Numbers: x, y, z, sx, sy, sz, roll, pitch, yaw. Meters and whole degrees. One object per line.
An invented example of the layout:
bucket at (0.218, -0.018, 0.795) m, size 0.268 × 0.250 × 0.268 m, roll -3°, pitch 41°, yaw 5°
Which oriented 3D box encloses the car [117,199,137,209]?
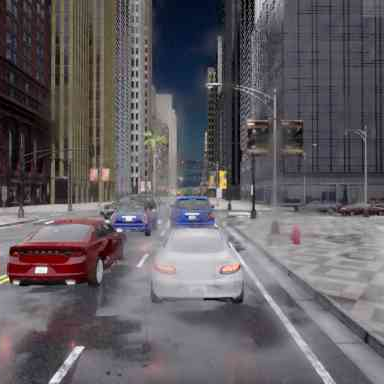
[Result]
car at (-9.806, 1.778, 50.918) m, size 2.033 × 1.411 × 5.357 m, roll 0°, pitch 0°, yaw 0°

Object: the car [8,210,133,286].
car at (-3.144, 1.489, 9.432) m, size 1.882 × 1.535 × 5.008 m, roll 0°, pitch 0°, yaw 0°

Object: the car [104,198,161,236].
car at (-3.135, 1.391, 18.659) m, size 2.097 × 1.767 × 4.553 m, roll 0°, pitch 0°, yaw 0°

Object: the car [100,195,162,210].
car at (-5.348, 1.299, 28.488) m, size 2.150 × 2.045 × 5.566 m, roll -1°, pitch -1°, yaw 32°

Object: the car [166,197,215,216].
car at (0.040, 1.257, 17.762) m, size 2.150 × 2.045 × 5.566 m, roll 0°, pitch 0°, yaw 1°

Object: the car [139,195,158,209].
car at (-6.558, 1.453, 50.959) m, size 2.150 × 2.045 × 5.566 m, roll 0°, pitch 0°, yaw 0°

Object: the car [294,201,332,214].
car at (13.227, 1.635, 35.891) m, size 4.181 × 1.385 × 1.994 m, roll 0°, pitch -1°, yaw -1°

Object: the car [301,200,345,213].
car at (15.216, 1.662, 38.674) m, size 4.313 × 1.339 × 1.947 m, roll 0°, pitch 0°, yaw -1°

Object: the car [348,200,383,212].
car at (20.856, 1.643, 38.757) m, size 4.313 × 1.339 × 1.947 m, roll 0°, pitch 0°, yaw -1°

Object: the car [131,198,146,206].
car at (-9.769, 1.827, 60.827) m, size 1.812 × 1.442 × 4.674 m, roll 0°, pitch 0°, yaw 1°

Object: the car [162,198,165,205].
car at (-6.521, 1.805, 60.671) m, size 1.837 × 1.490 × 4.892 m, roll 0°, pitch 0°, yaw 1°

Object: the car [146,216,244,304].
car at (0.105, 1.534, 8.060) m, size 1.812 × 1.442 × 4.674 m, roll 0°, pitch 0°, yaw 0°

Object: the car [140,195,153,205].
car at (-9.692, 1.609, 71.401) m, size 2.150 × 2.045 × 5.566 m, roll 0°, pitch 0°, yaw 0°

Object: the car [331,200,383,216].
car at (15.339, 1.577, 30.151) m, size 4.206 × 1.307 × 1.802 m, roll 0°, pitch 0°, yaw -1°
